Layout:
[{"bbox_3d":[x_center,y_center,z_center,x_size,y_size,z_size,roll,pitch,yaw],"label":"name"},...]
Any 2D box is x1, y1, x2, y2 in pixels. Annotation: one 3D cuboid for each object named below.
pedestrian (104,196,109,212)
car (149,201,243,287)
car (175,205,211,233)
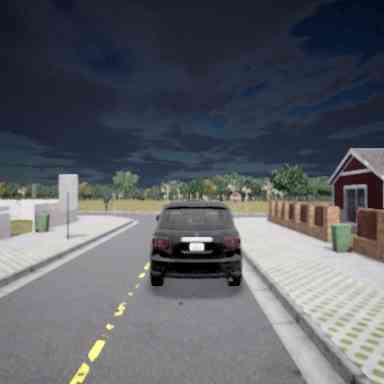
[{"bbox_3d":[-9.743,1.286,37.769,0.375,1.860,0.375,0,-1,0],"label":"pedestrian"},{"bbox_3d":[0.088,1.273,9.615,2.150,2.045,5.566,0,-1,0],"label":"car"},{"bbox_3d":[0.062,1.673,21.720,2.033,1.411,5.357,0,0,0],"label":"car"}]
